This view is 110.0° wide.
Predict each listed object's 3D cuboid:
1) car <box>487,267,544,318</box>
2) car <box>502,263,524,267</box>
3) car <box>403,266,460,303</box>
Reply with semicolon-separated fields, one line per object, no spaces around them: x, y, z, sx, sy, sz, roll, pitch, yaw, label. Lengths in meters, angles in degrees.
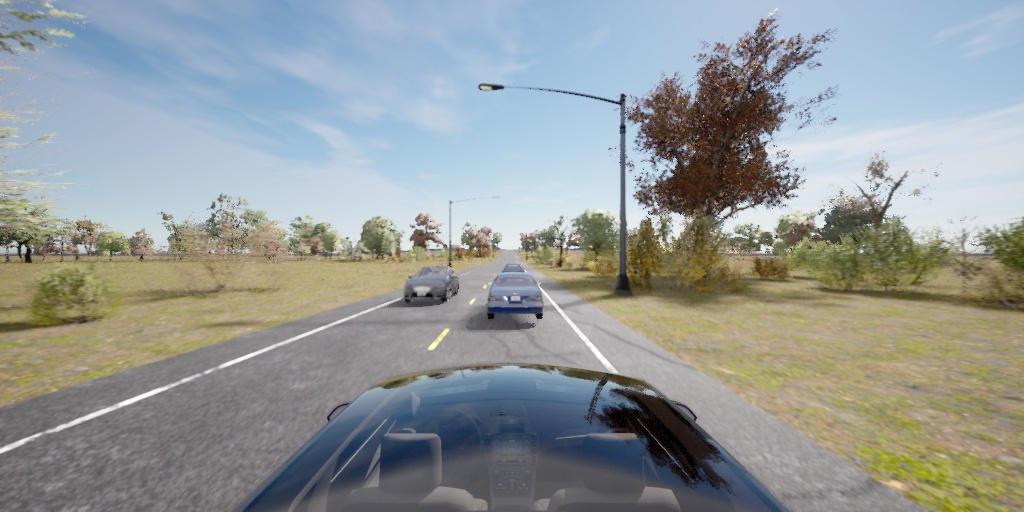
0.102;1.297;13.019;2.033;1.411;5.357;0;0;0;car
0.109;1.310;31.204;1.994;1.385;4.181;0;0;0;car
-3.594;1.241;16.732;2.128;1.511;4.902;0;0;0;car
